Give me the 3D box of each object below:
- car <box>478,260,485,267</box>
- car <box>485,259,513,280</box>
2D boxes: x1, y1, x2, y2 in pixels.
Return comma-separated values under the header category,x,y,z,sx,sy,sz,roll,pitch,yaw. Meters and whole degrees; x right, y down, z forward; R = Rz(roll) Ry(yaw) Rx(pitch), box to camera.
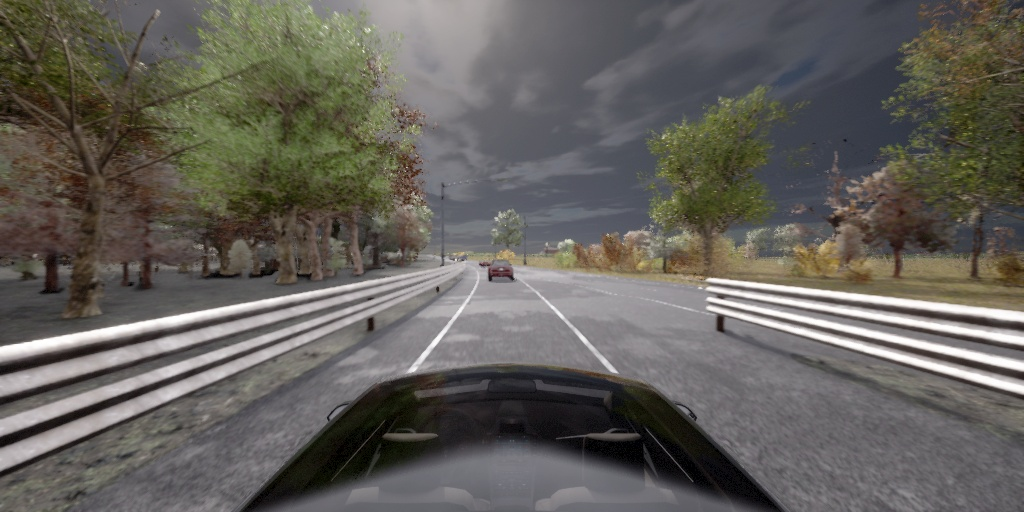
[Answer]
category,x,y,z,sx,sy,sz,roll,pitch,yaw
car,-5.008,1.292,63.878,1.895,1.301,4.718,0,0,-10
car,-1.075,1.107,31.439,2.097,1.767,4.553,0,0,-5
